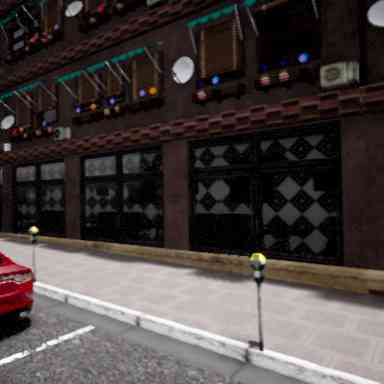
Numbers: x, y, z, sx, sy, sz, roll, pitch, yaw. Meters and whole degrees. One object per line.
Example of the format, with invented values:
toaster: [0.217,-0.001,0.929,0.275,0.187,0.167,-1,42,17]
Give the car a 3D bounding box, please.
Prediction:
car: [-4.703,1.522,6.107,4.507,1.381,1.887,0,-1,36]
